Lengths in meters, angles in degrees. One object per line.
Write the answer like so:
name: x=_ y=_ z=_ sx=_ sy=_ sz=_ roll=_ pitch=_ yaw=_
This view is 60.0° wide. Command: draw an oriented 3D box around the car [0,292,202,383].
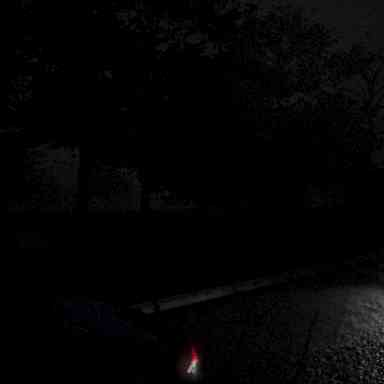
car: x=-1.910 y=1.563 z=2.327 sx=4.181 sy=1.385 sz=1.994 roll=0 pitch=0 yaw=-36
